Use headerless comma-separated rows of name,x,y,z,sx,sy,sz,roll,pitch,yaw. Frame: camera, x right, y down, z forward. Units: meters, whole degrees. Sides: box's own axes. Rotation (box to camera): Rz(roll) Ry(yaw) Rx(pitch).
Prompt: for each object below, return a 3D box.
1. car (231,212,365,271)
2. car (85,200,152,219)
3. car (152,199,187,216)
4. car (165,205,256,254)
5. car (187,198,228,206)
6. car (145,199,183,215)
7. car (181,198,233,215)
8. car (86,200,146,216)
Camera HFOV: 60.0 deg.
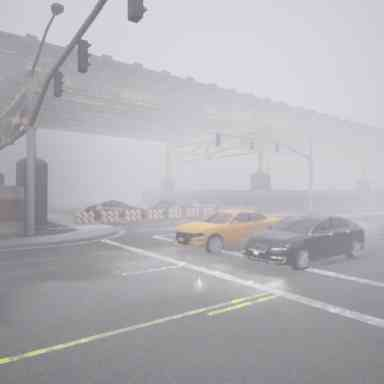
car,3.825,1.502,11.009,4.892,1.490,1.837,0,0,-35
car,-6.188,1.450,27.612,4.974,1.542,2.038,0,0,8
car,-2.440,1.449,30.293,2.038,1.542,4.974,0,0,18
car,1.630,1.475,13.742,5.008,1.535,1.882,0,0,-35
car,1.423,1.290,34.042,4.536,1.218,1.853,0,0,-7
car,-2.424,1.291,30.343,1.853,1.218,4.536,0,0,18
car,1.475,1.447,34.049,4.974,1.542,2.038,0,0,-7
car,-6.239,1.292,27.619,4.536,1.218,1.853,0,0,8
